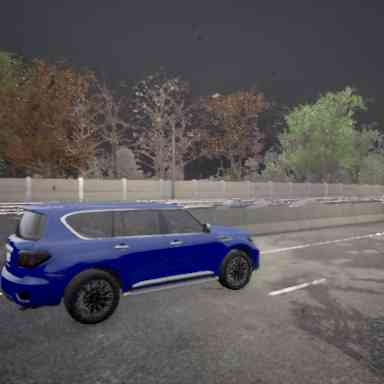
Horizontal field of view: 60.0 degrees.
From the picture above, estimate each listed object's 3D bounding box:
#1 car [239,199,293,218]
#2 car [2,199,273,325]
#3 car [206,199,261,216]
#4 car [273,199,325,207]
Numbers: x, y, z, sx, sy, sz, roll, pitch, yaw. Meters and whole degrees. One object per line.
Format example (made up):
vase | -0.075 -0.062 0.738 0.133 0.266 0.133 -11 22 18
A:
car | 6.815 1.414 30.354 4.902 1.511 2.128 0 0 -35
car | -0.996 1.210 7.336 5.566 2.045 2.150 0 0 -36
car | 4.144 1.472 32.751 5.357 1.411 2.033 0 0 -35
car | 9.189 1.399 27.749 5.008 1.535 1.882 0 0 -35
